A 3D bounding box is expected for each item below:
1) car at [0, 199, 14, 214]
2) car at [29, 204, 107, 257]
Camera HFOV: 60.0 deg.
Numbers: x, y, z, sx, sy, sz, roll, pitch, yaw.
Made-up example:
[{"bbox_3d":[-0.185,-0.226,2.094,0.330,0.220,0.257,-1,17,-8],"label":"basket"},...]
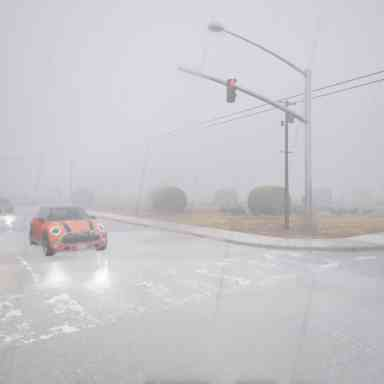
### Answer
[{"bbox_3d":[-19.605,1.486,34.268,2.128,1.511,4.902,0,1,-35],"label":"car"},{"bbox_3d":[-5.035,1.317,13.239,2.097,1.767,4.553,0,0,-35],"label":"car"}]
